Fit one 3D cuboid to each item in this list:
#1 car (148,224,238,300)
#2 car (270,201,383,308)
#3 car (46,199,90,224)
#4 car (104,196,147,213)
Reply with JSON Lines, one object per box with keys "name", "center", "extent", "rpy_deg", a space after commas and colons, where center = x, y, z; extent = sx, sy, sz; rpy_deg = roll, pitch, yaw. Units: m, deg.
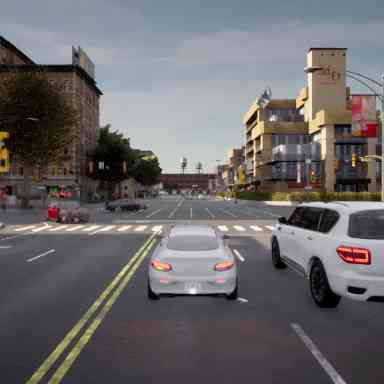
{"name": "car", "center": [0.012, 1.526, 8.284], "extent": [1.812, 1.442, 4.674], "rpy_deg": [0, 0, 0]}
{"name": "car", "center": [3.511, 1.221, 8.053], "extent": [2.150, 2.045, 5.566], "rpy_deg": [0, 0, 0]}
{"name": "car", "center": [-9.256, 1.352, 24.672], "extent": [2.097, 1.767, 4.553], "rpy_deg": [0, 0, -37]}
{"name": "car", "center": [-7.450, 1.505, 37.651], "extent": [4.892, 1.490, 1.837], "rpy_deg": [0, 2, -35]}
